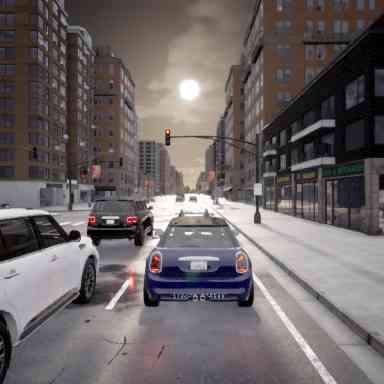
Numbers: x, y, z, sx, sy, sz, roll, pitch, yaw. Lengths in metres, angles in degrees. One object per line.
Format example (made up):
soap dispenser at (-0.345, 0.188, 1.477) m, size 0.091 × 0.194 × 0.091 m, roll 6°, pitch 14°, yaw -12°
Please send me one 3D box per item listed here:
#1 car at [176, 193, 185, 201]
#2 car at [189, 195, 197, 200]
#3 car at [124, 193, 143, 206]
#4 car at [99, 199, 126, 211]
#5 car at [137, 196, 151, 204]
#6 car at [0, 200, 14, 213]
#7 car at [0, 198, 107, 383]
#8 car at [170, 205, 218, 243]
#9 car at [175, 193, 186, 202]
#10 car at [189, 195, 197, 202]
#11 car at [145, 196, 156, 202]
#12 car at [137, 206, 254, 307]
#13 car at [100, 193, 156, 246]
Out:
car at (-2.925, 1.169, 88.267) m, size 2.150 × 2.045 × 5.566 m, roll 0°, pitch 0°, yaw 0°
car at (0.325, 1.497, 88.225) m, size 1.994 × 1.385 × 4.181 m, roll 0°, pitch 0°, yaw 0°
car at (-9.636, 1.249, 55.272) m, size 2.150 × 2.045 × 5.566 m, roll 0°, pitch 0°, yaw 1°
car at (-9.901, 1.615, 41.717) m, size 1.895 × 1.301 × 4.718 m, roll 0°, pitch 0°, yaw 5°
car at (-9.529, 1.598, 66.124) m, size 1.994 × 1.385 × 4.181 m, roll 0°, pitch 0°, yaw 1°
car at (-22.018, 1.597, 36.065) m, size 4.313 × 1.339 × 1.947 m, roll 0°, pitch 0°, yaw 0°
car at (-3.138, 1.222, 4.988) m, size 2.150 × 2.045 × 5.566 m, roll 0°, pitch 0°, yaw 1°
car at (0.118, 1.495, 17.213) m, size 2.128 × 1.511 × 4.902 m, roll 0°, pitch 0°, yaw 1°
car at (-2.963, 1.584, 77.815) m, size 2.033 × 1.411 × 5.357 m, roll 0°, pitch 0°, yaw 0°
car at (0.289, 1.569, 78.217) m, size 1.812 × 1.442 × 4.674 m, roll 0°, pitch 0°, yaw 0°
car at (-9.469, 1.630, 76.467) m, size 1.895 × 1.301 × 4.718 m, roll 0°, pitch 0°, yaw 0°
car at (0.127, 1.353, 8.145) m, size 2.097 × 1.767 × 4.553 m, roll 0°, pitch 0°, yaw 0°
car at (-3.096, 1.225, 15.341) m, size 2.150 × 2.045 × 5.566 m, roll 0°, pitch 0°, yaw 0°
